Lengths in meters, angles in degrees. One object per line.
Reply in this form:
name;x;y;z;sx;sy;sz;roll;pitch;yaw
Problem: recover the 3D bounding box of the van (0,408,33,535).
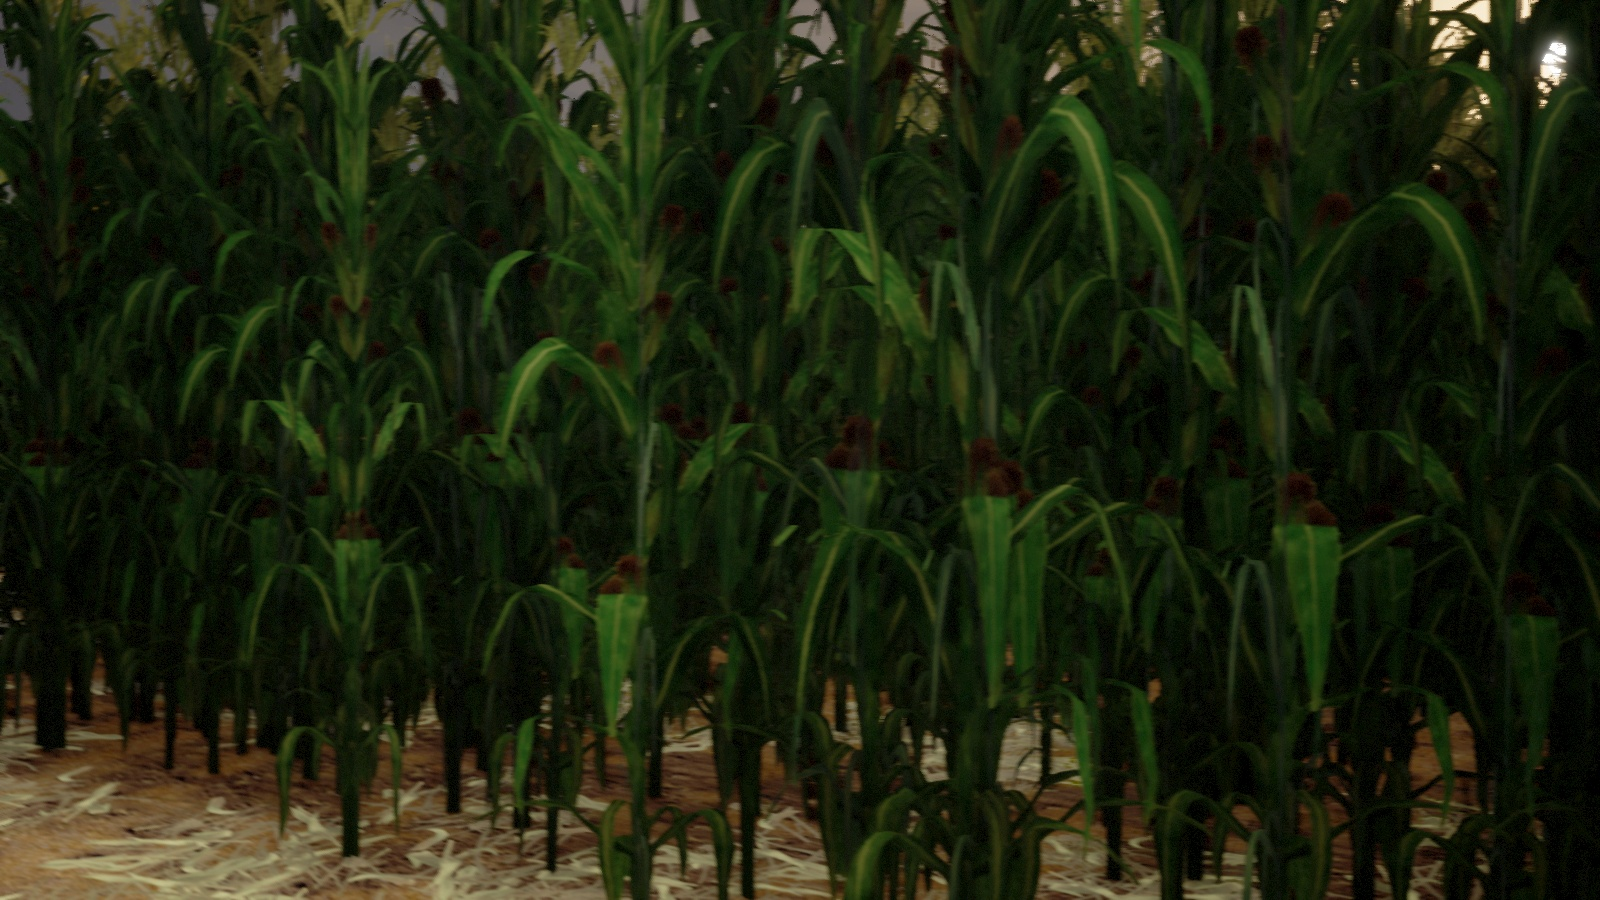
van;-14.200;0.360;18.649;1.775;1.987;4.442;0;1;33
